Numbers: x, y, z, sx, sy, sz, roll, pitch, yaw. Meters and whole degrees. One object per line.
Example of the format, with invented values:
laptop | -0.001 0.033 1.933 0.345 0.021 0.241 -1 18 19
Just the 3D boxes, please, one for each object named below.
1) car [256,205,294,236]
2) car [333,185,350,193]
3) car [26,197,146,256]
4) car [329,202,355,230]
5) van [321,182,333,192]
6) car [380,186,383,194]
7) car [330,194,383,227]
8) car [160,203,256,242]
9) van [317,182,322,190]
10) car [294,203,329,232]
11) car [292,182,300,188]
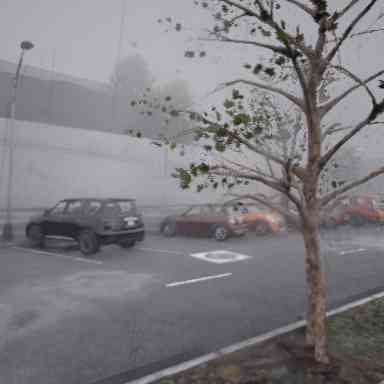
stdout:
car | 2.949 1.414 18.669 4.553 1.767 2.185 -1 -1 34
car | 33.094 -0.645 72.582 2.231 1.521 4.892 7 3 35
car | -4.387 1.250 13.435 5.566 2.045 2.435 -1 -1 35
car | 7.834 1.605 22.141 4.792 1.488 2.163 -1 -1 35
van | 31.336 -1.144 74.946 1.878 1.987 4.442 7 3 35
car | 38.302 -0.079 65.195 2.435 2.045 5.566 7 3 35
car | 10.280 1.345 23.887 5.566 2.045 2.435 -1 -1 35
car | 0.554 1.398 16.886 4.553 1.767 2.185 -1 -1 35
van | 29.608 -1.417 77.418 1.878 1.987 4.442 7 3 35
car | 5.415 1.558 20.395 4.892 1.521 2.231 -1 -1 35
car | 26.204 -1.696 82.471 2.002 1.452 4.674 7 3 35
